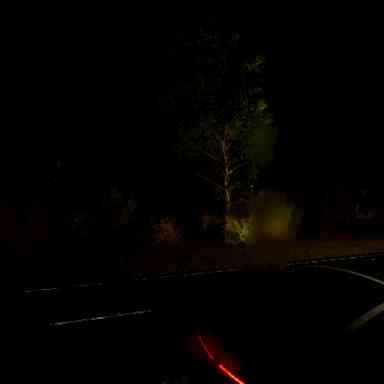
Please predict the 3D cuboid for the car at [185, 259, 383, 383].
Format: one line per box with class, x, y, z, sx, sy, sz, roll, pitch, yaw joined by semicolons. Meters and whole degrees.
car;2.339;1.508;3.491;4.892;1.490;1.837;0;0;-23
